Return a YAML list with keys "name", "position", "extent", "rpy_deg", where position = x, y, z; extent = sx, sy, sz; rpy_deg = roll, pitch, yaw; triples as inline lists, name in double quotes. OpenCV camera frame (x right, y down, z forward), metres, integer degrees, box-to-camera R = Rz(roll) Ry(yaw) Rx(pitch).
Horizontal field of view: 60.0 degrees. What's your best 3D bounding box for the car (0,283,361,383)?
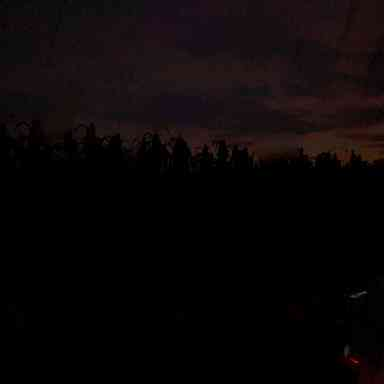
- name: "car"
  position: [-0.904, 1.547, 2.427]
  extent: [5.357, 1.411, 2.033]
  rpy_deg: [0, 0, -36]
